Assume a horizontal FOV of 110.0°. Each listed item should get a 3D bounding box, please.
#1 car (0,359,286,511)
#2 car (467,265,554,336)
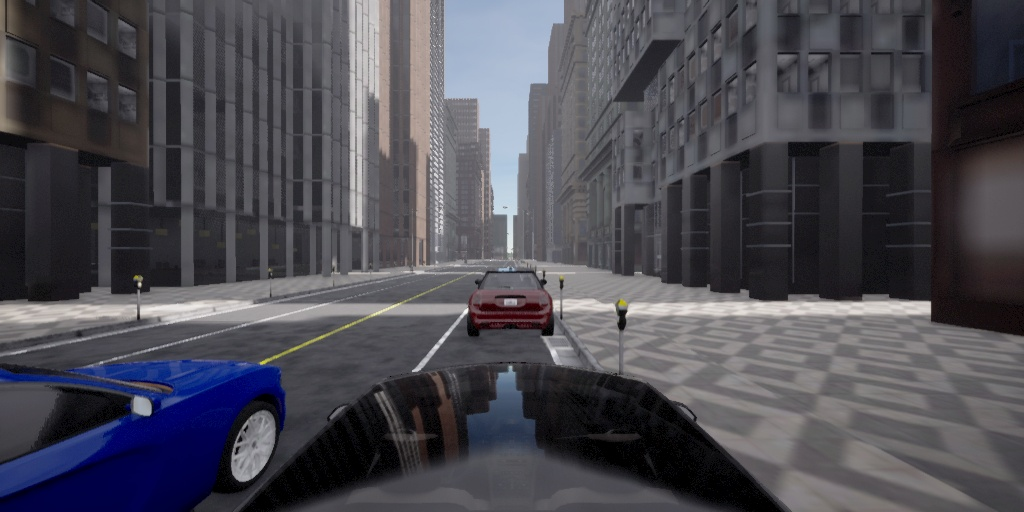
[{"bbox_3d":[-3.145,1.221,1.501,1.882,1.535,5.008,0,0,0],"label":"car"},{"bbox_3d":[-0.033,1.093,10.470,2.097,1.767,4.553,0,0,0],"label":"car"}]
